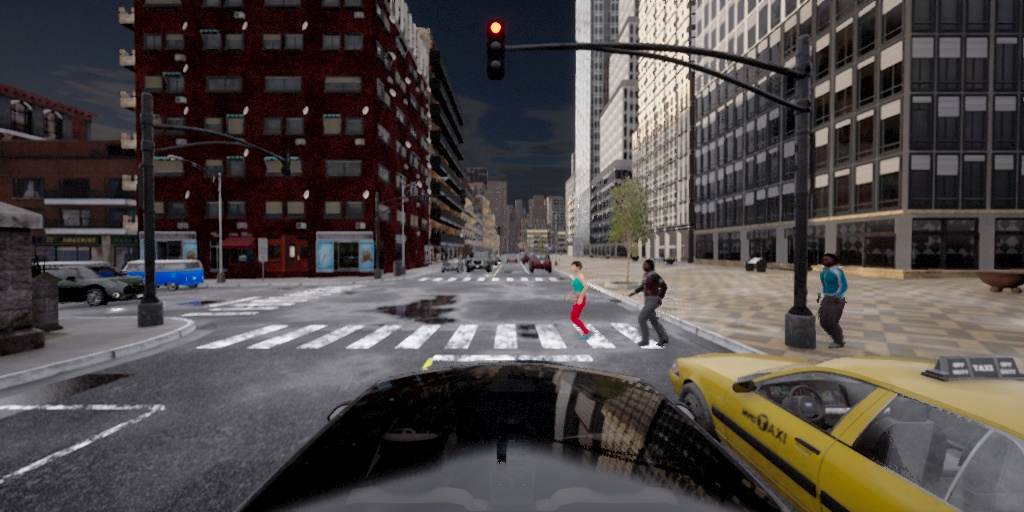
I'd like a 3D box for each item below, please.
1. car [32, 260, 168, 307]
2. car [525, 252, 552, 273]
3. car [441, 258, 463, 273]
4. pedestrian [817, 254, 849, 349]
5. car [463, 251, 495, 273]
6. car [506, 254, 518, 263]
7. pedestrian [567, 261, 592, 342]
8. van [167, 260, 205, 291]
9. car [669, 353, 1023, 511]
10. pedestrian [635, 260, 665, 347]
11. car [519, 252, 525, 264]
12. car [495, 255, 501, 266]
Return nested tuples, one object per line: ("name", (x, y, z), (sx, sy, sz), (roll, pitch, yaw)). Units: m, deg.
("car", (-18.408, 1.196, 15.588), (4.553, 1.767, 2.097), (-1, 1, 0))
("car", (2.703, 0.628, 34.597), (2.192, 1.841, 5.009), (0, 0, 0))
("car", (-5.677, 0.864, 34.600), (2.007, 1.370, 4.403), (0, 0, 0))
("pedestrian", (6.098, 0.822, 6.839), (0.375, 1.860, 0.375), (0, 1, 0))
("car", (-3.070, 0.536, 34.552), (2.150, 2.045, 5.566), (0, 1, 0))
("car", (0.025, 0.518, 63.780), (1.994, 1.385, 4.181), (0, 1, 0))
("pedestrian", (1.503, 0.961, 8.055), (0.375, 1.860, 0.375), (0, 1, 0))
("van", (-20.759, 1.124, 21.372), (3.998, 1.789, 1.690), (0, 0, 0))
("car", (2.689, 1.269, 2.358), (1.751, 1.417, 4.829), (0, 0, 0))
("pedestrian", (2.892, 0.965, 7.520), (0.375, 1.860, 0.375), (0, 1, 0))
("car", (2.712, 0.354, 56.700), (2.192, 1.841, 5.009), (0, 0, 0))
("car", (-3.062, 0.479, 49.477), (2.097, 1.767, 4.553), (0, 1, 0))
